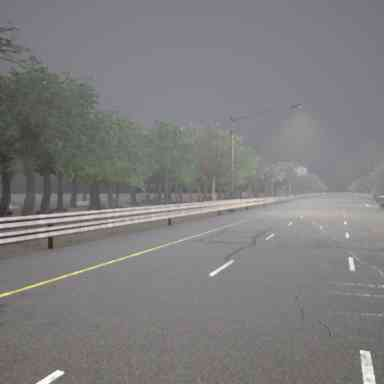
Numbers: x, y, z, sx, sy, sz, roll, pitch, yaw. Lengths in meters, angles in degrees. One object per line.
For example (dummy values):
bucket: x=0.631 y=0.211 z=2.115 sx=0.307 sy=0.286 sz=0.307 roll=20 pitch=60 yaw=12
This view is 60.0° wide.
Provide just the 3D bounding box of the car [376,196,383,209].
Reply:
car: x=25.088 y=1.521 z=42.486 sx=1.895 sy=1.301 sz=4.718 roll=0 pitch=0 yaw=24
